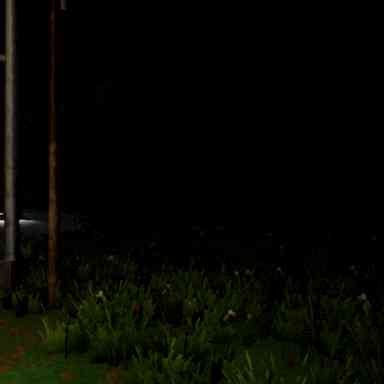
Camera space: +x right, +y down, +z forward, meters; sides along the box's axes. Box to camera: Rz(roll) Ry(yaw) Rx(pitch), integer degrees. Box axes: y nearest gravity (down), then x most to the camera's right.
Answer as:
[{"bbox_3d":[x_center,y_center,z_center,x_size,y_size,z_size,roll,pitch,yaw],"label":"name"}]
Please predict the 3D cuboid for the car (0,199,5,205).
[{"bbox_3d":[-16.086,1.545,28.021,1.994,1.385,4.181,0,0,-33],"label":"car"}]

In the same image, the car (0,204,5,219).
[{"bbox_3d":[-12.497,1.580,18.701,1.895,1.301,4.718,0,0,-13],"label":"car"}]
